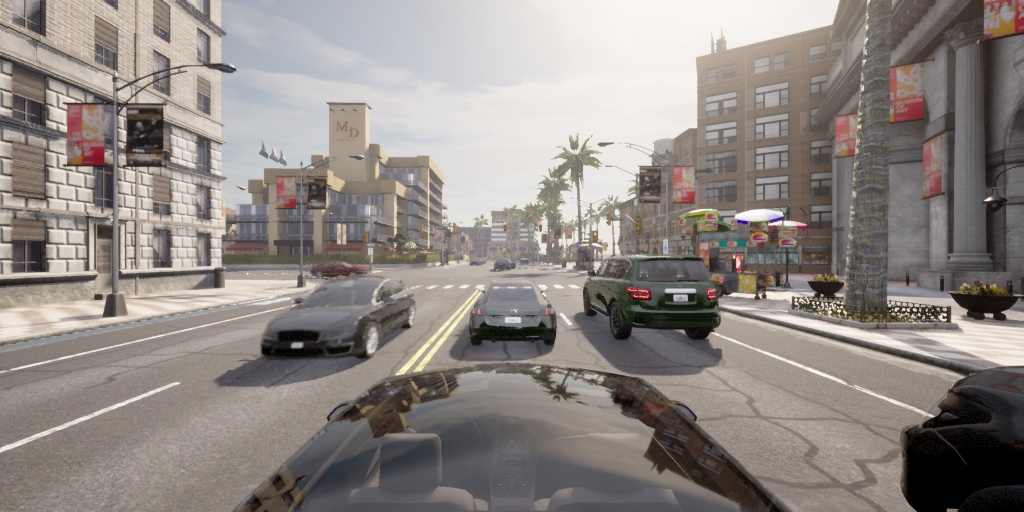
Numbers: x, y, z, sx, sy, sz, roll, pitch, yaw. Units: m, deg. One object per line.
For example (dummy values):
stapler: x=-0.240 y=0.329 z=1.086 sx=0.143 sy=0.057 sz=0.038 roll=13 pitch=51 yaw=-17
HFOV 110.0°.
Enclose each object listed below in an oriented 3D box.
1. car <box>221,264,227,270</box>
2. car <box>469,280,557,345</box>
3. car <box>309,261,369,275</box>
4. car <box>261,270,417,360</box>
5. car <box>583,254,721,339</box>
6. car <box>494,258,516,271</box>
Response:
car: x=-38.212 y=1.297 z=43.930 sx=5.357 sy=1.411 sz=2.033 roll=0 pitch=0 yaw=-1
car: x=0.025 y=1.314 z=9.539 sx=1.994 sy=1.385 sz=4.181 roll=0 pitch=0 yaw=0
car: x=-15.306 y=1.227 z=32.131 sx=5.008 sy=1.535 sz=1.882 roll=0 pitch=0 yaw=5
car: x=-3.632 y=1.255 z=8.461 sx=1.837 sy=1.490 sz=4.892 roll=0 pitch=0 yaw=0
car: x=3.526 y=0.971 z=10.176 sx=2.150 sy=2.045 sz=5.566 roll=0 pitch=0 yaw=0
car: x=-0.939 y=1.102 z=49.946 sx=2.097 sy=1.767 sz=4.553 roll=0 pitch=0 yaw=16
